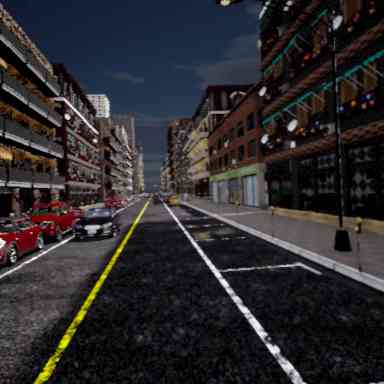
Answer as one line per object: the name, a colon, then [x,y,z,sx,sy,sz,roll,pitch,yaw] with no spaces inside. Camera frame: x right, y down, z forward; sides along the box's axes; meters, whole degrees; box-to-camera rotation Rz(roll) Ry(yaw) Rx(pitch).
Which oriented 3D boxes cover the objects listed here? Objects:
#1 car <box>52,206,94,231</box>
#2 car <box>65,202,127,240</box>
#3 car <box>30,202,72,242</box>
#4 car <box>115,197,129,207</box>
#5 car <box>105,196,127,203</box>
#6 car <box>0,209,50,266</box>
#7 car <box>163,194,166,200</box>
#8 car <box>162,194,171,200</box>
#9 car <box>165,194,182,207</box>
car: [-8.216,1.785,23.308,1.802,1.307,4.206,-3,0,-6]
car: [-4.911,1.581,17.860,2.128,1.511,4.902,-3,0,-6]
car: [-7.604,1.534,17.704,2.192,1.841,5.009,-3,0,-6]
car: [-11.957,1.651,56.919,1.887,1.381,4.507,-3,0,-6]
car: [-10.721,1.454,45.713,2.192,1.841,5.009,-3,0,-6]
car: [-6.976,1.674,12.103,1.967,1.590,4.097,-3,0,-6]
car: [-3.638,1.246,57.839,1.887,1.381,4.507,-3,0,-6]
car: [-6.130,1.186,80.245,2.008,1.369,4.403,-3,0,-6]
car: [-2.411,1.259,46.804,1.752,1.417,4.829,-3,0,-6]
